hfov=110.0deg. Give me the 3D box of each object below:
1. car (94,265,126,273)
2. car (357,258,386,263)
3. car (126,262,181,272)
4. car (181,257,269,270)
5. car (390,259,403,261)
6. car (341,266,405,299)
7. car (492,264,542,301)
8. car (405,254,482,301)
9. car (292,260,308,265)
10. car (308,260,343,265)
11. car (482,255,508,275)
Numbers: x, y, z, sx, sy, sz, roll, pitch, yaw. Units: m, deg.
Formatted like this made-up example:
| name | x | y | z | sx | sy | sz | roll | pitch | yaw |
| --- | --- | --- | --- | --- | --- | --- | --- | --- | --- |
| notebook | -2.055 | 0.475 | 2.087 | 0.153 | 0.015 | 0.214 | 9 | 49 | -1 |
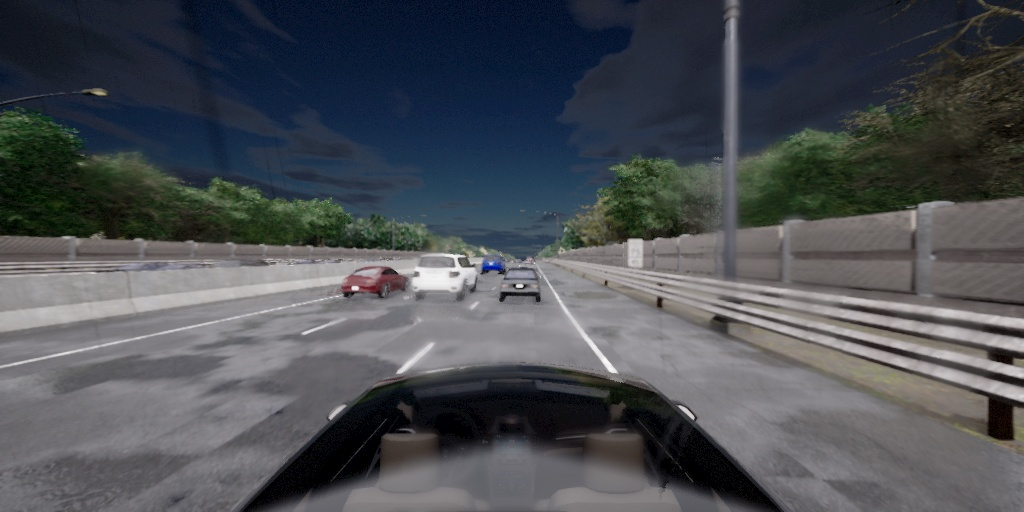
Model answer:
| name | x | y | z | sx | sy | sz | roll | pitch | yaw |
| --- | --- | --- | --- | --- | --- | --- | --- | --- | --- |
| car | -23.864 | 1.107 | 23.334 | 2.033 | 1.411 | 5.357 | 0 | 0 | 3 |
| car | -15.972 | 1.075 | 39.891 | 2.128 | 1.511 | 4.902 | 0 | 0 | 3 |
| car | -20.422 | 1.148 | 22.162 | 1.994 | 1.385 | 4.181 | 0 | 0 | 3 |
| car | -16.927 | 0.960 | 21.949 | 2.097 | 1.767 | 4.553 | 0 | 0 | 3 |
| car | -18.497 | 1.103 | 57.740 | 1.994 | 1.385 | 4.181 | 0 | 0 | 3 |
| car | -6.553 | 1.210 | 17.555 | 1.812 | 1.442 | 4.674 | 0 | 0 | 3 |
| car | 0.436 | 1.278 | 17.196 | 2.033 | 1.411 | 5.357 | 0 | 0 | 3 |
| car | -3.056 | 0.931 | 17.376 | 2.150 | 2.045 | 5.566 | 0 | 0 | 3 |
| car | -22.962 | 1.100 | 40.299 | 1.994 | 1.385 | 4.181 | 0 | 0 | 3 |
| car | -19.543 | 1.125 | 38.777 | 1.994 | 1.385 | 4.181 | 0 | 0 | 3 |
| car | -1.961 | 0.902 | 38.570 | 2.150 | 2.045 | 5.566 | 0 | 0 | 3 |
